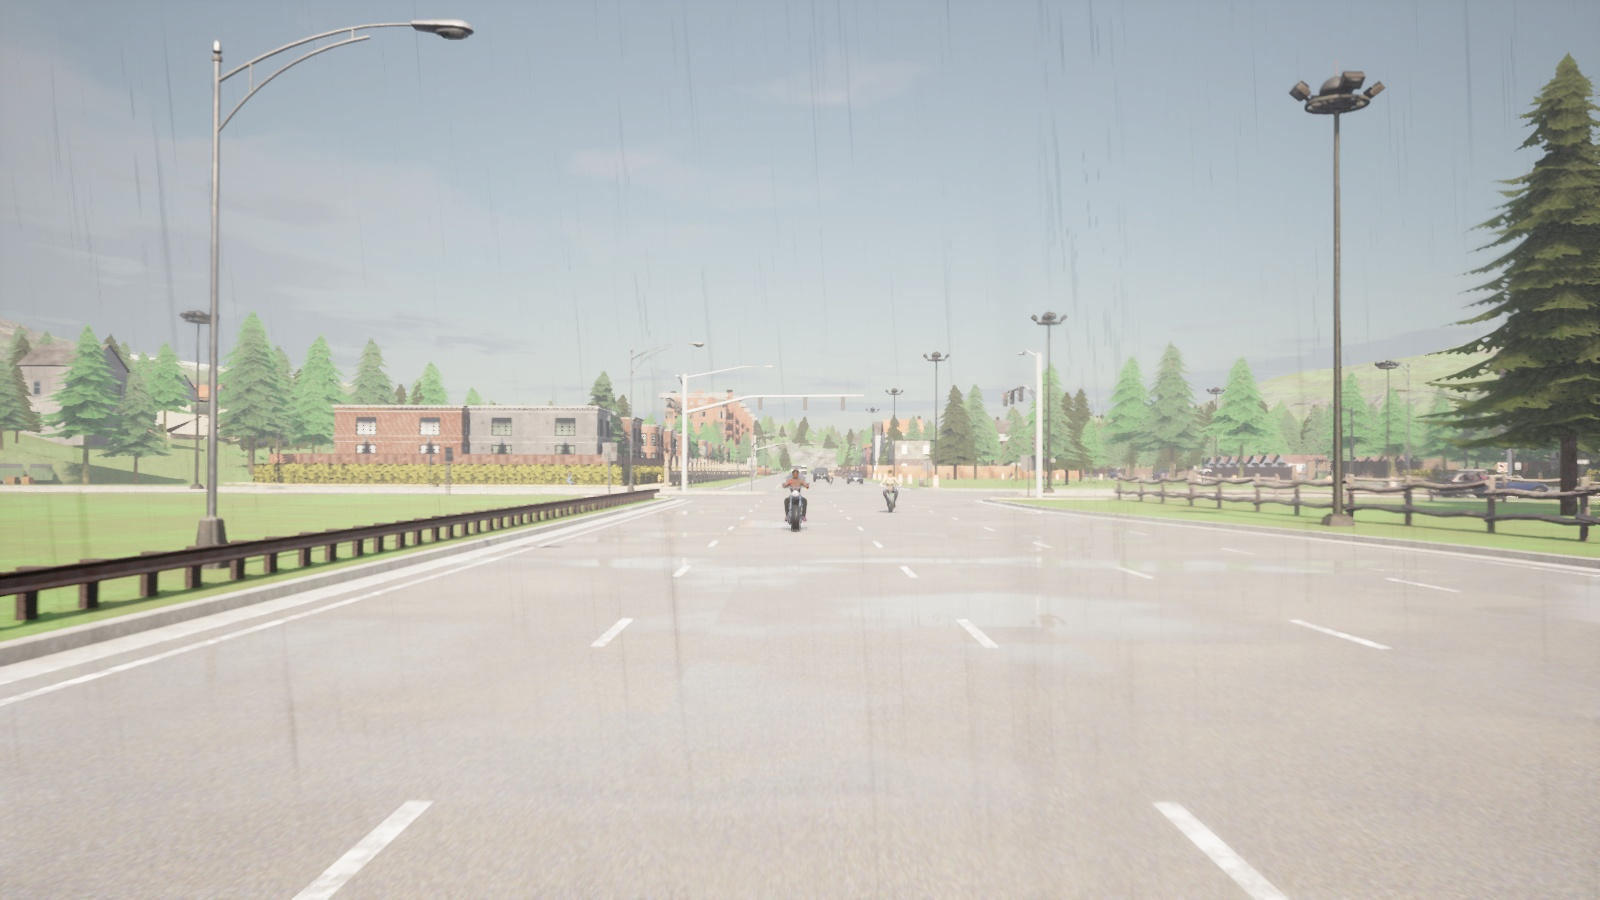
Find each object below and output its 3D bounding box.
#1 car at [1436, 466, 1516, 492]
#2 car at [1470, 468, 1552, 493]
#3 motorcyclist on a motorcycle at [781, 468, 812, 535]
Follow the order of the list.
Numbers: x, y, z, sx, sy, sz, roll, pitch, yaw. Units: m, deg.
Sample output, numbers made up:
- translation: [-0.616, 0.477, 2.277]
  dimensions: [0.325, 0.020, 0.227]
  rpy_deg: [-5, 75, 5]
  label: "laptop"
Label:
- translation: [42.540, 1.832, 79.068]
  dimensions: [3.988, 1.617, 1.851]
  rpy_deg: [0, -1, 0]
  label: "car"
- translation: [42.774, 1.841, 75.565]
  dimensions: [3.806, 1.475, 1.970]
  rpy_deg: [0, -1, 0]
  label: "car"
- translation: [-0.100, 1.293, 32.356]
  dimensions: [0.766, 1.649, 2.350]
  rpy_deg: [0, -1, 0]
  label: "motorcyclist on a motorcycle"
